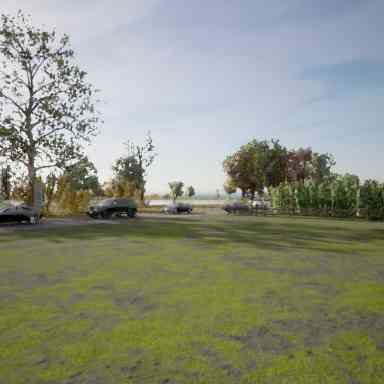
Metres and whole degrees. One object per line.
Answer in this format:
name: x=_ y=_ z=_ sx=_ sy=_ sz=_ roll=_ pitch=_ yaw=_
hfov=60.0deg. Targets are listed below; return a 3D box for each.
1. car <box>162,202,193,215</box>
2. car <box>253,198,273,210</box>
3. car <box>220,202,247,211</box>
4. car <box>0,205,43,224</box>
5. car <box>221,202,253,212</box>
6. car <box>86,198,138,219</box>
car: x=-1.785 y=2.057 z=42.665 sx=2.128 sy=1.511 sz=4.902 roll=-1 pitch=-2 yaw=35
car: x=12.517 y=2.058 z=58.164 sx=2.150 sy=2.045 sz=5.566 roll=-1 pitch=-2 yaw=35
car: x=6.891 y=2.339 z=54.907 sx=2.033 sy=1.411 sz=5.357 roll=-1 pitch=-2 yaw=35
car: x=-13.901 y=1.742 z=25.351 sx=2.128 sy=1.511 sz=4.902 roll=-1 pitch=-2 yaw=35
car: x=6.581 y=2.224 z=49.579 sx=2.033 sy=1.411 sz=5.357 roll=-1 pitch=-2 yaw=35
car: x=-7.990 y=1.627 z=33.810 sx=2.150 sy=2.045 sz=5.566 roll=-1 pitch=-2 yaw=35
